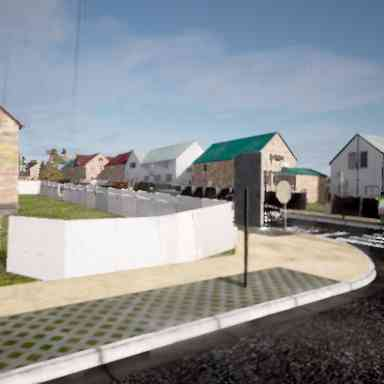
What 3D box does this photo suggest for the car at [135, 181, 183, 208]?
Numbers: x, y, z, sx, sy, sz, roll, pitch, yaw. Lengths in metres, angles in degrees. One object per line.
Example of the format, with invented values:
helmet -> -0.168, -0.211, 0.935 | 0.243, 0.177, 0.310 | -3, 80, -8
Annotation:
car -> -2.885, 0.158, 28.337 | 2.150, 2.045, 5.566 | 1, 2, -35

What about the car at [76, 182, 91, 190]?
car -> -17.225, -0.883, 53.798 | 1.812, 1.442, 4.674 | 1, 2, -35

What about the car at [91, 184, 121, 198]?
car -> -9.421, -0.102, 37.693 | 1.837, 1.490, 4.892 | 1, 3, -35

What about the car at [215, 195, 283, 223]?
car -> 3.149, 0.943, 19.705 | 1.837, 1.490, 4.892 | 1, 2, -35

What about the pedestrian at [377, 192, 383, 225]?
pedestrian -> 10.855, 0.896, 18.921 | 0.375, 1.860, 0.375 | 4, -2, -35

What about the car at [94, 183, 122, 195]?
car -> -11.661, -0.404, 45.933 | 2.033, 1.411, 5.357 | 1, 2, -35
